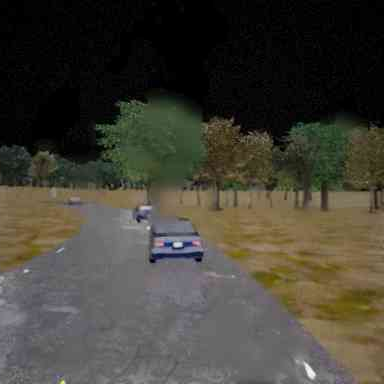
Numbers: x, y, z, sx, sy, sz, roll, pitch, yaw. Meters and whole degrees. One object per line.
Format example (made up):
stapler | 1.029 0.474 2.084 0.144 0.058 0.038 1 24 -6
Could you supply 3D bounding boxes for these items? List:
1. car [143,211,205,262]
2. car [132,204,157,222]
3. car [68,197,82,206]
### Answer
car | -0.733 1.672 12.719 2.033 1.411 5.357 -1 0 -7
car | -4.062 1.799 28.945 1.812 1.442 4.674 0 0 -16
car | -20.643 1.627 58.718 1.882 1.535 5.008 0 0 -27
